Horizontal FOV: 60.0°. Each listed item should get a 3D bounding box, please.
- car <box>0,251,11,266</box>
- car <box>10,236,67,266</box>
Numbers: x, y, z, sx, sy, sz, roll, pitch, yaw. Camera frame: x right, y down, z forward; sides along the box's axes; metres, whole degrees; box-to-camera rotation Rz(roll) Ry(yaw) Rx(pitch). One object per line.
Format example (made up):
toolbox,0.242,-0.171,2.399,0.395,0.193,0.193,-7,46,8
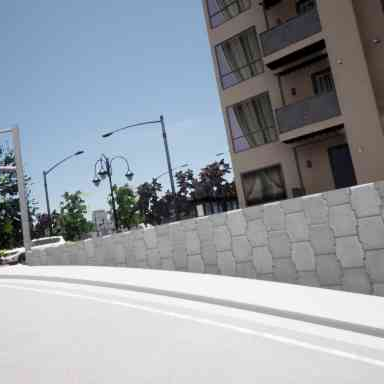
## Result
car,-15.324,4.892,22.449,1.812,1.442,4.674,-14,-8,38
car,-14.125,5.315,30.276,2.150,2.045,5.566,-14,-8,35
